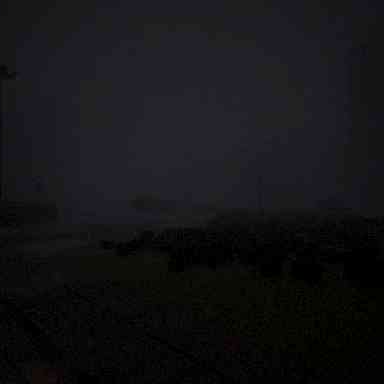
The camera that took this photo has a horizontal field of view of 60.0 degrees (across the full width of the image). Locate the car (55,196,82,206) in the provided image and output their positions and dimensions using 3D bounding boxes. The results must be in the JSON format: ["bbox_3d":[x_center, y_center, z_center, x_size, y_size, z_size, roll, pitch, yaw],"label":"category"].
[{"bbox_3d":[-19.641,1.415,53.148,3.905,1.438,1.784,0,0,-42],"label":"car"}]

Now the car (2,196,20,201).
[{"bbox_3d":[-29.224,1.371,52.151,4.674,1.442,1.812,0,0,17],"label":"car"}]

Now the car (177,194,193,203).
[{"bbox_3d":[-1.434,1.303,53.182,3.866,1.878,1.905,0,0,-42],"label":"car"}]

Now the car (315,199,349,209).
[{"bbox_3d":[14.938,1.578,35.354,4.611,1.667,2.242,0,0,-42],"label":"car"}]

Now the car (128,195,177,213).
[{"bbox_3d":[-4.303,1.305,36.712,4.605,1.855,1.932,0,0,-42],"label":"car"}]

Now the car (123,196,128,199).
[{"bbox_3d":[-10.972,1.434,62.728,4.193,1.474,1.816,0,0,-42],"label":"car"}]
